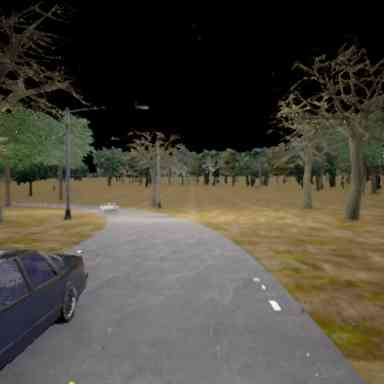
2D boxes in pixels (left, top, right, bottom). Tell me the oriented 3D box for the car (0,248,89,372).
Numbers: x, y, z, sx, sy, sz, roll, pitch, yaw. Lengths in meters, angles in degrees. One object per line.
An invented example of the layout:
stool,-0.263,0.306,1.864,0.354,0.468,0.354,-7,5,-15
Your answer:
car,-3.033,1.550,4.493,2.033,1.411,5.357,0,0,1

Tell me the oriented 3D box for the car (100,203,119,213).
car,-11.291,2.142,45.546,1.895,1.301,4.718,-1,0,-25

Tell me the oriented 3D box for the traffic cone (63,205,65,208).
traffic cone,-24.787,2.712,64.560,0.340,0.580,0.340,-2,1,-41
